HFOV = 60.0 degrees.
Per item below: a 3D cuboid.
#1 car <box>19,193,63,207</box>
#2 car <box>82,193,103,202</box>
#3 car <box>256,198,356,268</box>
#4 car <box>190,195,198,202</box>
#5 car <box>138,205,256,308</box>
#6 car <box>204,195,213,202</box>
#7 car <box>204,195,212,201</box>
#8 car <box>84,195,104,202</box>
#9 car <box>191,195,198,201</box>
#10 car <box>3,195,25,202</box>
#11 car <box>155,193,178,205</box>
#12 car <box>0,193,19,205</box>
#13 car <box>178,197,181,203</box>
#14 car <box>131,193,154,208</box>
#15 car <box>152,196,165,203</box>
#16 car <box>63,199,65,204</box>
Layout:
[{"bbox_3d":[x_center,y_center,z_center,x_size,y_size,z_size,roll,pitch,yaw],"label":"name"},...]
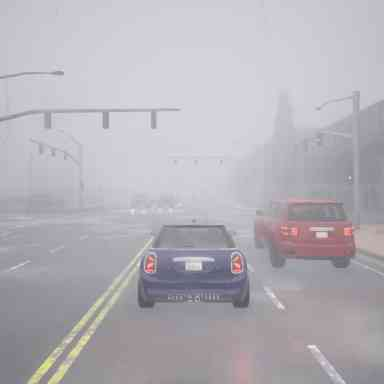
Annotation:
[{"bbox_3d":[-21.573,1.153,47.663,4.605,1.855,1.932,0,0,0],"label":"car"},{"bbox_3d":[-21.590,1.156,70.181,3.866,1.878,1.905,0,0,0],"label":"car"},{"bbox_3d":[3.535,1.221,11.433,2.150,2.045,5.566,0,0,2],"label":"car"},{"bbox_3d":[0.426,1.500,77.658,1.837,1.490,4.892,0,0,1],"label":"car"},{"bbox_3d":[0.040,1.352,8.092,2.097,1.767,4.553,0,0,0],"label":"car"},{"bbox_3d":[3.922,1.524,77.476,1.812,1.442,4.674,0,0,1],"label":"car"},{"bbox_3d":[4.170,1.525,87.756,2.128,1.511,4.902,0,0,1],"label":"car"},{"bbox_3d":[-21.583,1.395,73.076,3.806,1.475,1.970,0,0,0],"label":"car"},{"bbox_3d":[0.669,1.478,87.748,1.882,1.535,5.008,0,0,1],"label":"car"},{"bbox_3d":[-39.050,1.364,73.030,3.905,1.438,1.784,0,0,0],"label":"car"},{"bbox_3d":[-3.783,1.221,50.607,2.150,2.045,5.566,0,0,1],"label":"car"},{"bbox_3d":[-39.110,1.153,70.134,4.605,1.855,1.932,0,0,0],"label":"car"},{"bbox_3d":[-3.563,1.526,60.416,1.812,1.442,4.674,0,0,1],"label":"car"},{"bbox_3d":[-7.321,1.221,48.183,2.150,2.045,5.566,0,0,1],"label":"car"},{"bbox_3d":[-6.807,1.547,68.406,2.033,1.411,5.357,0,0,2],"label":"car"},{"bbox_3d":[-21.523,1.156,50.558,3.866,1.878,1.905,0,0,0],"label":"car"}]
